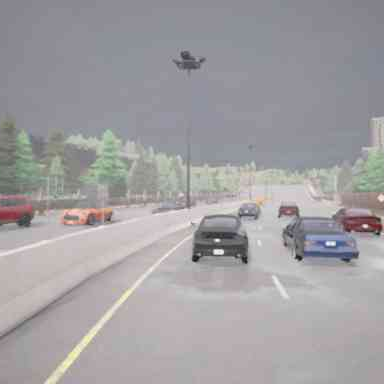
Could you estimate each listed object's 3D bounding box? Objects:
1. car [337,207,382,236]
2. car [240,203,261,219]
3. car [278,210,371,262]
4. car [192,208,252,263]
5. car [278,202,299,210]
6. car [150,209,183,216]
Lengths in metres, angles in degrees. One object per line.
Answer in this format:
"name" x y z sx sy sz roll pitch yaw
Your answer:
"car" 9.586 1.635 19.741 1.882 1.535 5.008 0 0 13
"car" 5.441 1.743 31.333 2.033 1.411 5.357 0 0 16
"car" 4.609 1.641 12.656 2.033 1.411 5.357 0 0 8
"car" 1.118 1.577 12.423 1.837 1.490 4.892 0 0 7
"car" 9.671 1.707 33.310 1.882 1.535 5.008 0 0 16
"car" -2.148 1.699 31.011 2.033 1.411 5.357 0 0 16
